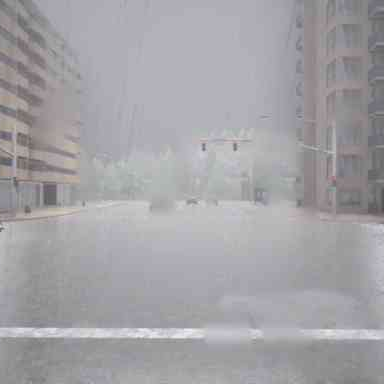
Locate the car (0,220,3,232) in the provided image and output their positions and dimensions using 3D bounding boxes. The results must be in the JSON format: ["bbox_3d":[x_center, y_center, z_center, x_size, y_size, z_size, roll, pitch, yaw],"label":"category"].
[{"bbox_3d":[-11.809,1.507,15.875,4.892,1.490,1.837,-1,1,-14],"label":"car"}]

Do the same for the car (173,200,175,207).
[{"bbox_3d":[-3.606,1.505,48.061,1.837,1.490,4.892,0,0,0],"label":"car"}]

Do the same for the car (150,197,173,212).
[{"bbox_3d":[-3.614,1.352,38.279,2.097,1.767,4.553,0,0,0],"label":"car"}]

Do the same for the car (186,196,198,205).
[{"bbox_3d":[-0.024,1.526,60.009,1.812,1.442,4.674,0,0,0],"label":"car"}]

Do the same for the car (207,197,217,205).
[{"bbox_3d":[3.720,1.547,60.779,2.033,1.411,5.357,0,0,4],"label":"car"}]
